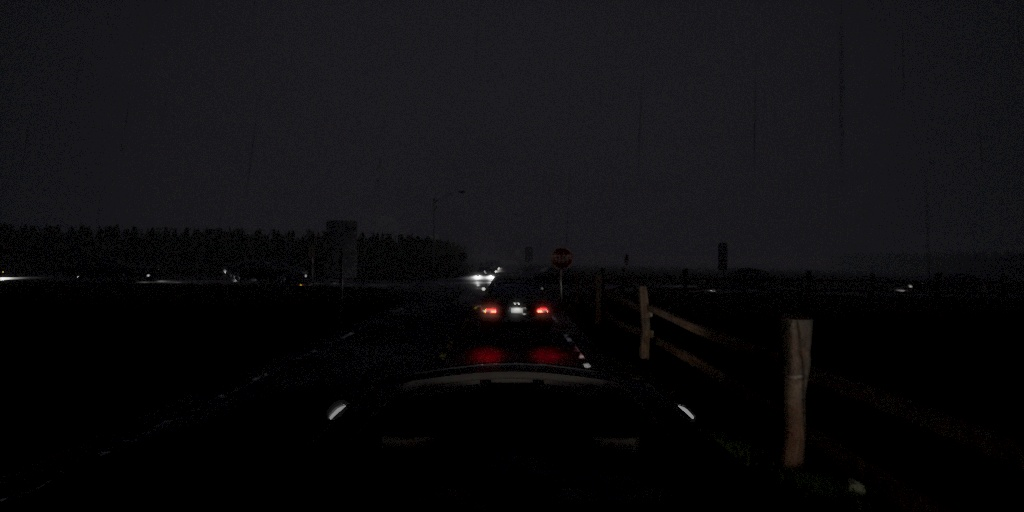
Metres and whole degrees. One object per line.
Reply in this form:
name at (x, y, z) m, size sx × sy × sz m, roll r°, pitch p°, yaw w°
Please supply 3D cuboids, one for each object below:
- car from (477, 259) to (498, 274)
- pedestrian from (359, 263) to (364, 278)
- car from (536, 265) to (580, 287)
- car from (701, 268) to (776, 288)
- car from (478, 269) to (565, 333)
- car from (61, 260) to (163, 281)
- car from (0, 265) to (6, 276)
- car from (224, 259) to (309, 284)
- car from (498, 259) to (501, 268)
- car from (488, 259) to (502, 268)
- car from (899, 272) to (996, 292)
car at (-2.919, 1.339, 40.514) m, size 1.895 × 1.301 × 4.718 m, roll 0°, pitch 0°, yaw 0°
pedestrian at (-12.223, 1.158, 29.119) m, size 0.375 × 1.300 × 0.375 m, roll 0°, pitch -2°, yaw 0°
car at (2.425, 1.326, 23.807) m, size 4.674 × 1.442 × 1.812 m, roll 1°, pitch 0°, yaw -30°
car at (16.517, 1.582, 26.233) m, size 4.892 × 1.490 × 1.837 m, roll 1°, pitch 0°, yaw 0°
car at (0.048, 1.295, 10.723) m, size 2.033 × 1.411 × 5.357 m, roll 0°, pitch 0°, yaw -1°
car at (-25.606, 0.902, 23.080) m, size 4.718 × 1.301 × 1.895 m, roll 1°, pitch 0°, yaw 0°
car at (-35.627, 0.689, 23.039) m, size 4.181 × 1.385 × 1.994 m, roll 1°, pitch 0°, yaw 0°
car at (-15.697, 0.968, 23.090) m, size 4.902 × 1.511 × 2.128 m, roll 1°, pitch 0°, yaw 1°
car at (-2.935, 1.283, 50.961) m, size 2.033 × 1.411 × 5.357 m, roll 0°, pitch 0°, yaw 0°
car at (-2.940, 1.224, 61.847) m, size 2.128 × 1.511 × 4.902 m, roll 0°, pitch 0°, yaw 0°
car at (31.896, 1.901, 26.302) m, size 5.357 × 1.411 × 2.033 m, roll 1°, pitch 0°, yaw 0°
